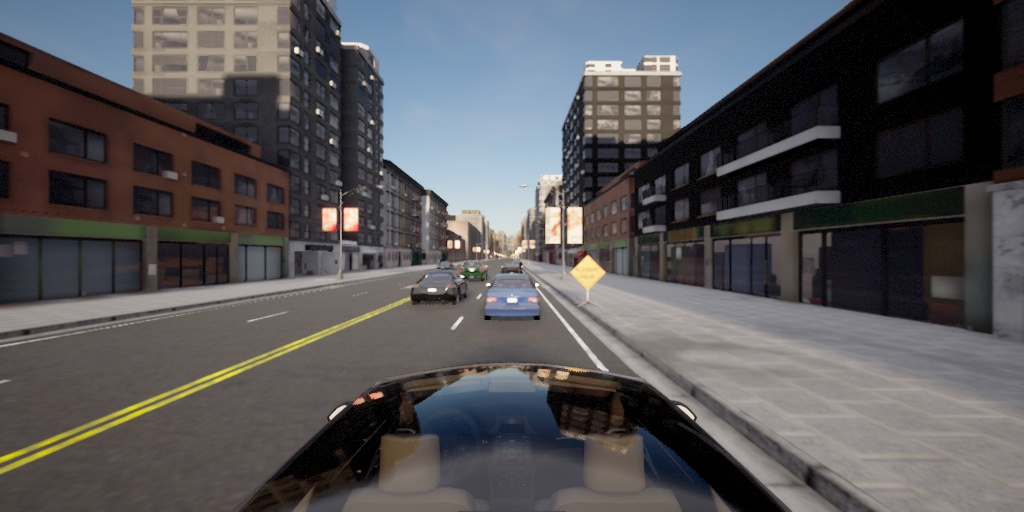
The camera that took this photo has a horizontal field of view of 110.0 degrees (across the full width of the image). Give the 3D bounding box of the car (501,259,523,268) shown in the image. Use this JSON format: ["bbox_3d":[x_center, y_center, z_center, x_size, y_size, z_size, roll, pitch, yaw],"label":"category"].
[{"bbox_3d":[0.003,1.328,33.097,1.882,1.535,5.008,0,0,0],"label":"car"}]

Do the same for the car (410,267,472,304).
[{"bbox_3d":[-3.213,1.356,16.496,1.994,1.385,4.181,0,0,0],"label":"car"}]

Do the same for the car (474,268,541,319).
[{"bbox_3d":[0.019,1.329,12.849,2.033,1.411,5.357,0,0,0],"label":"car"}]

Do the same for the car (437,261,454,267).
[{"bbox_3d":[-9.953,1.472,53.916,2.033,1.411,5.357,0,0,0],"label":"car"}]

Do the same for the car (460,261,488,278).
[{"bbox_3d":[-3.252,1.195,31.241,2.097,1.767,4.553,0,0,0],"label":"car"}]

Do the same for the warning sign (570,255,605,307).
[{"bbox_3d":[2.824,0.898,13.393,1.300,1.860,1.060,0,0,0],"label":"warning sign"}]
